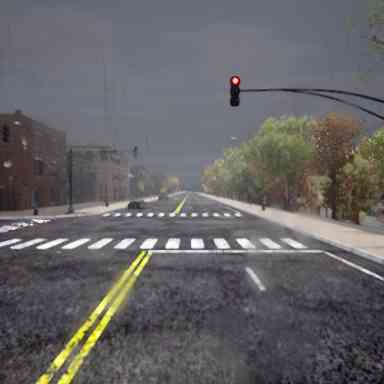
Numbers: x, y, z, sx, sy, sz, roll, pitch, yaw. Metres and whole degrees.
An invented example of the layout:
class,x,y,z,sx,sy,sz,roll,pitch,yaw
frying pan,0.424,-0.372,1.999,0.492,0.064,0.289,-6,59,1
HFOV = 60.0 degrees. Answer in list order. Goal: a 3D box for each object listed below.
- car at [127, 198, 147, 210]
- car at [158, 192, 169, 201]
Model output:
class,x,y,z,sx,sy,sz,roll,pitch,yaw
car,-6.556,1.471,40.089,1.994,1.385,4.181,0,1,0
car,-6.692,0.963,78.160,2.150,2.045,5.566,0,0,0
